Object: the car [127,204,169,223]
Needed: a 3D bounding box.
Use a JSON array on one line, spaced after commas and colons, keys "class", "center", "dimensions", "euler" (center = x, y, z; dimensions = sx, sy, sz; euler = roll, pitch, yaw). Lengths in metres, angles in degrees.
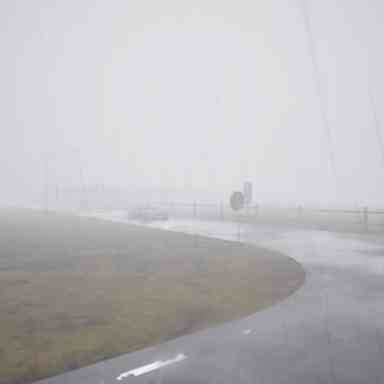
[{"class": "car", "center": [-3.571, 1.674, 26.640], "dimensions": [1.994, 1.385, 4.181], "euler": [-1, 0, -36]}]
